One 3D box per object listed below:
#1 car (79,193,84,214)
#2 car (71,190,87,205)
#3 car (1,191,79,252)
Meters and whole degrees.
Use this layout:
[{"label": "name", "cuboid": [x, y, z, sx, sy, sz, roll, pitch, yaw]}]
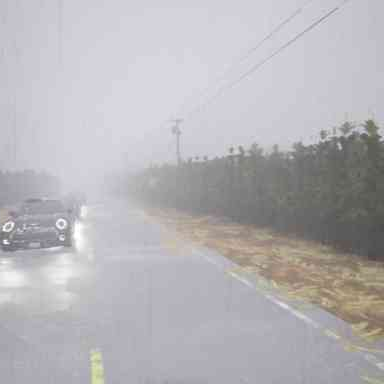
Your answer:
[{"label": "car", "cuboid": [-8.564, 1.016, 22.504, 1.895, 1.301, 4.718, -2, 2, -16]}, {"label": "car", "cuboid": [-12.431, 0.542, 35.855, 2.128, 1.511, 4.902, -2, 2, -17]}, {"label": "car", "cuboid": [-5.647, 1.035, 12.649, 2.097, 1.767, 4.553, -2, 2, -17]}]
